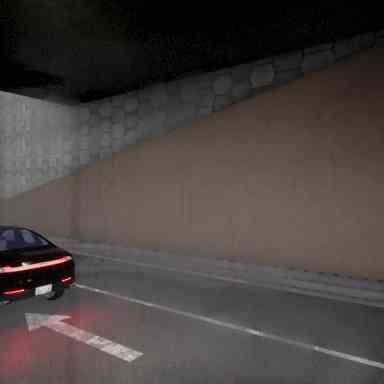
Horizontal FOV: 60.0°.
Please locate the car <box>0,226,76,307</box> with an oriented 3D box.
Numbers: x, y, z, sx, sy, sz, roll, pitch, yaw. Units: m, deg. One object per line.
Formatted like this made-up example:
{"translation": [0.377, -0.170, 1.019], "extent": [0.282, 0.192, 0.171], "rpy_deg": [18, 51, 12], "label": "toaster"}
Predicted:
{"translation": [-4.557, 1.492, 7.222], "extent": [4.902, 1.511, 2.128], "rpy_deg": [0, 0, 36], "label": "car"}
